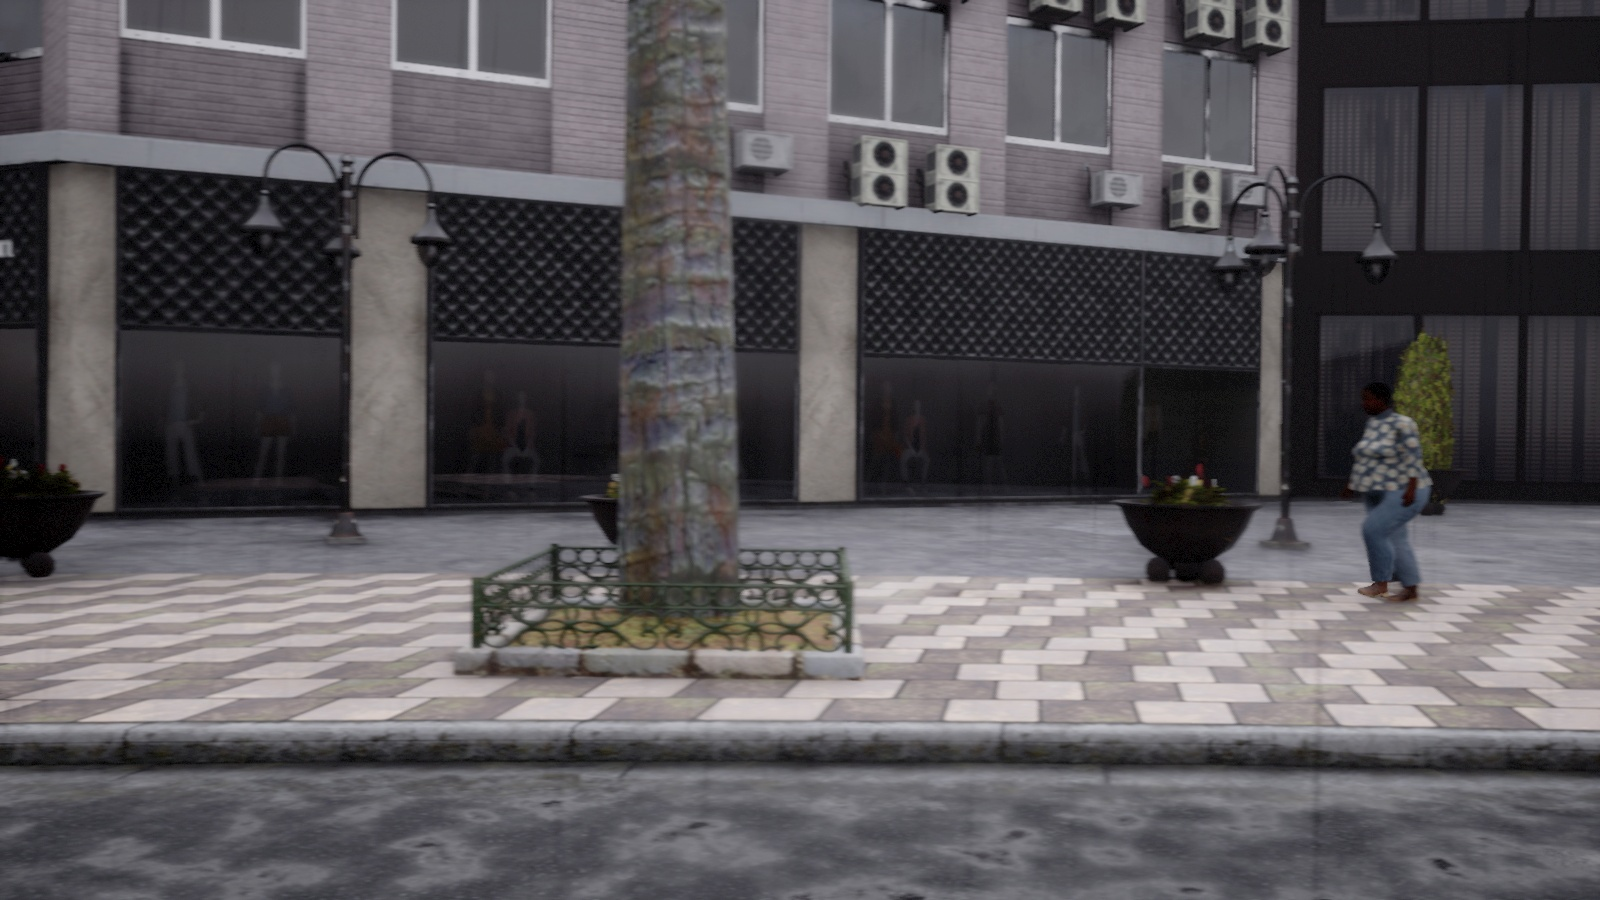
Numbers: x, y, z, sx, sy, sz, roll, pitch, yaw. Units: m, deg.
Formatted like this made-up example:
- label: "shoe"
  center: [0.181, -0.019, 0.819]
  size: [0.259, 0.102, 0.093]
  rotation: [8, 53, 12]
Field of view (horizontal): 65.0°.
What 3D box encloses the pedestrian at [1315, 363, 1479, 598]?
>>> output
- label: "pedestrian"
  center: [4.915, 0.231, 10.388]
  size: [0.900, 1.855, 0.874]
  rotation: [-1, 1, -5]
